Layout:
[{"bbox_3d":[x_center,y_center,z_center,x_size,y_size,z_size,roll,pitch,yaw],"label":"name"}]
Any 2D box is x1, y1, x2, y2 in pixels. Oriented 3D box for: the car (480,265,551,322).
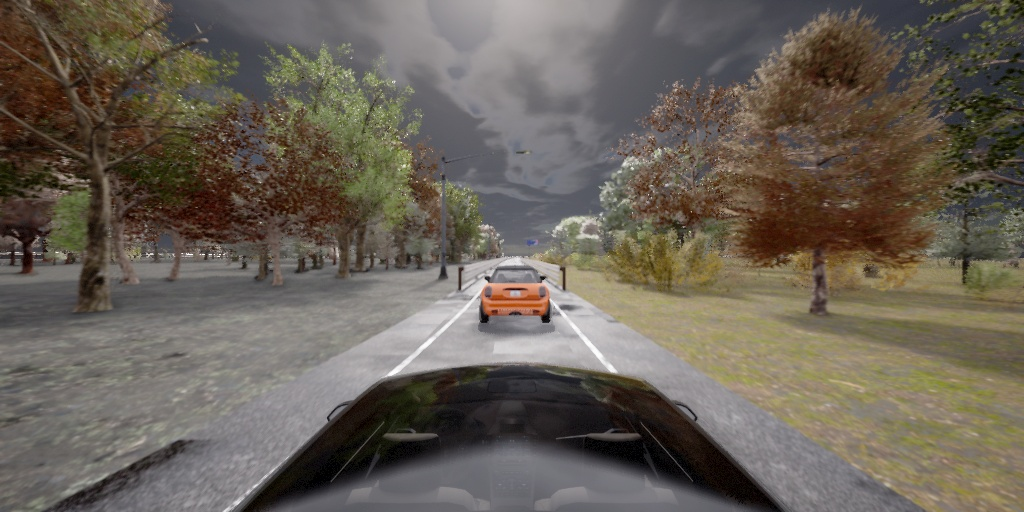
[{"bbox_3d":[0.097,1.096,12.396,2.097,1.767,4.553,0,0,0],"label":"car"}]
